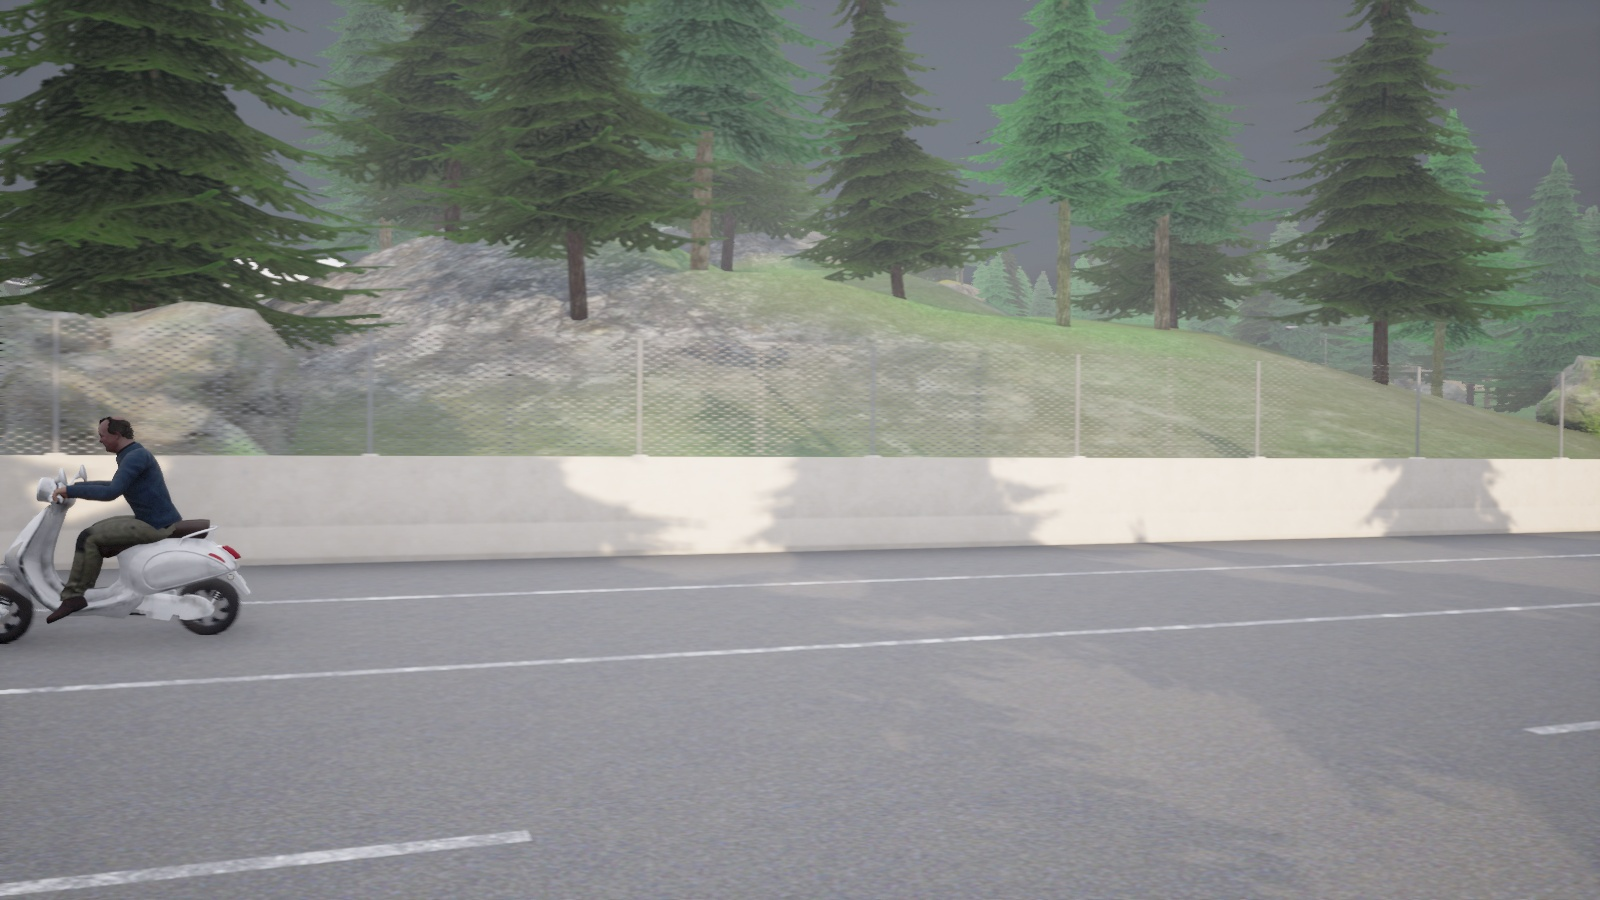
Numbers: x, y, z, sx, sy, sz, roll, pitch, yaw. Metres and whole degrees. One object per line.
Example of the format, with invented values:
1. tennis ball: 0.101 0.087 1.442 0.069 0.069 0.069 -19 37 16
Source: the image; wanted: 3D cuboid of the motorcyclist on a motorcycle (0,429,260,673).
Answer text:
1. motorcyclist on a motorcycle: -4.845 0.659 8.886 1.817 1.590 0.866 -1 1 -21
